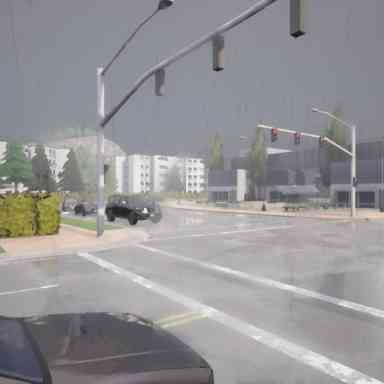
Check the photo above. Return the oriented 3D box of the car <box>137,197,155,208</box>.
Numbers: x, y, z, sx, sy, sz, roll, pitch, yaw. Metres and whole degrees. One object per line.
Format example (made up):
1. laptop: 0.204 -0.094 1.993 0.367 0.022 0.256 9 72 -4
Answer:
1. car: -6.868 1.505 49.143 1.837 1.490 4.892 -1 0 -19

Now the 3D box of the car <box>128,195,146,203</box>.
1. car: -11.341 1.477 68.902 1.882 1.535 5.008 0 0 14

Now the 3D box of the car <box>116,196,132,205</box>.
1. car: -12.025 1.491 58.870 2.128 1.511 4.902 0 0 -4

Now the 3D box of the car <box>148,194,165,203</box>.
1. car: -7.498 1.354 70.950 2.097 1.767 4.553 0 0 17

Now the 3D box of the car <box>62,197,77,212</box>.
1. car: -14.441 1.526 39.688 1.812 1.442 4.674 0 0 -24

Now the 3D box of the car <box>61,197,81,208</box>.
1. car: -17.858 1.492 49.302 2.128 1.511 4.902 0 0 -13

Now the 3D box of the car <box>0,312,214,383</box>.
1. car: -2.343 1.547 2.094 5.357 1.411 2.033 0 0 -35

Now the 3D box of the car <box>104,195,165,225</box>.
1. car: -4.427 1.221 24.513 2.150 2.045 5.566 0 0 -40

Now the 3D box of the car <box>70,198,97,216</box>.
1. car: -9.967 1.564 32.116 1.994 1.385 4.181 0 0 -34
